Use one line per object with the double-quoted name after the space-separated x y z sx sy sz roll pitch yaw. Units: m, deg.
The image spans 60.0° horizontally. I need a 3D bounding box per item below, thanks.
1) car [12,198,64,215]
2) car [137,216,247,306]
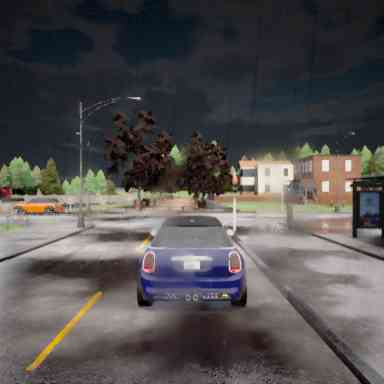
-15.085 1.348 32.539 4.553 1.767 2.097 0 0 0 "car"
0.008 1.351 8.161 2.097 1.767 4.553 0 0 0 "car"
